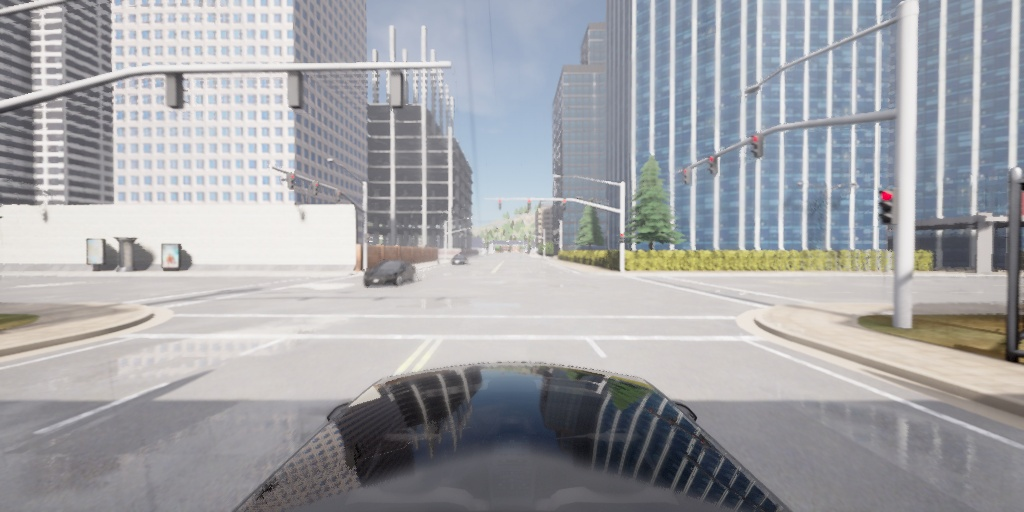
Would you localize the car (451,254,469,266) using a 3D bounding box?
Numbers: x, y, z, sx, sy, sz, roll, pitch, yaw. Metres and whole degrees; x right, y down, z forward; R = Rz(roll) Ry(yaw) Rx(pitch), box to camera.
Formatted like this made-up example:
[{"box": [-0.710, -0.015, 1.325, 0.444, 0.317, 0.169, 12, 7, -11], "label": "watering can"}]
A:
[{"box": [-6.994, 0.523, 48.431, 2.128, 1.511, 4.902, 0, 1, 0], "label": "car"}]

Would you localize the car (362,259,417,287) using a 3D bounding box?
[{"box": [-6.997, 0.956, 20.959, 1.882, 1.535, 5.008, 0, 1, 0], "label": "car"}]
